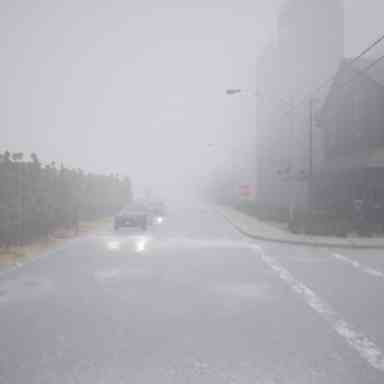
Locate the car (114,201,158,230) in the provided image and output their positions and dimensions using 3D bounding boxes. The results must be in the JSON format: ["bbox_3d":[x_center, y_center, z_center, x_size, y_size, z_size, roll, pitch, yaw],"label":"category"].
[{"bbox_3d":[-3.579,1.477,21.134,1.882,1.535,5.008,0,0,0],"label":"car"}]

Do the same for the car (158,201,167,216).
[{"bbox_3d":[-3.493,1.578,32.637,2.033,1.411,5.357,0,0,0],"label":"car"}]
